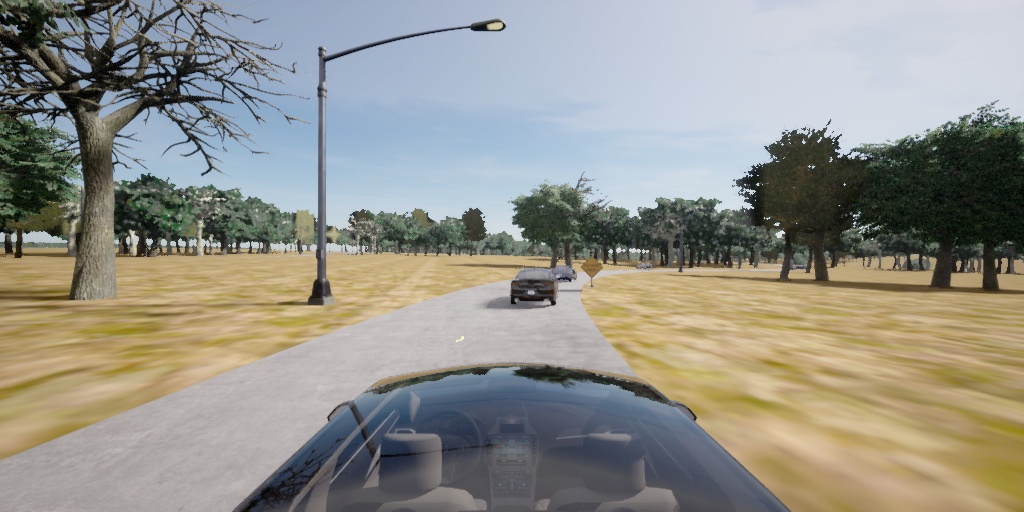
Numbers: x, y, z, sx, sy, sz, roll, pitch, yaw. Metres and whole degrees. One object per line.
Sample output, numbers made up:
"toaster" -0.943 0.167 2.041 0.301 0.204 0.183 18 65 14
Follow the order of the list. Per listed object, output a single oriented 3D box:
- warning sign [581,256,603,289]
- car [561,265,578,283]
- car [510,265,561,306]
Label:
"warning sign" 4.663 0.938 20.997 1.300 1.860 1.060 0 0 12
"car" 4.416 1.482 30.597 1.994 1.385 4.181 0 -1 17
"car" 1.110 1.270 16.208 1.882 1.535 5.008 0 0 9
